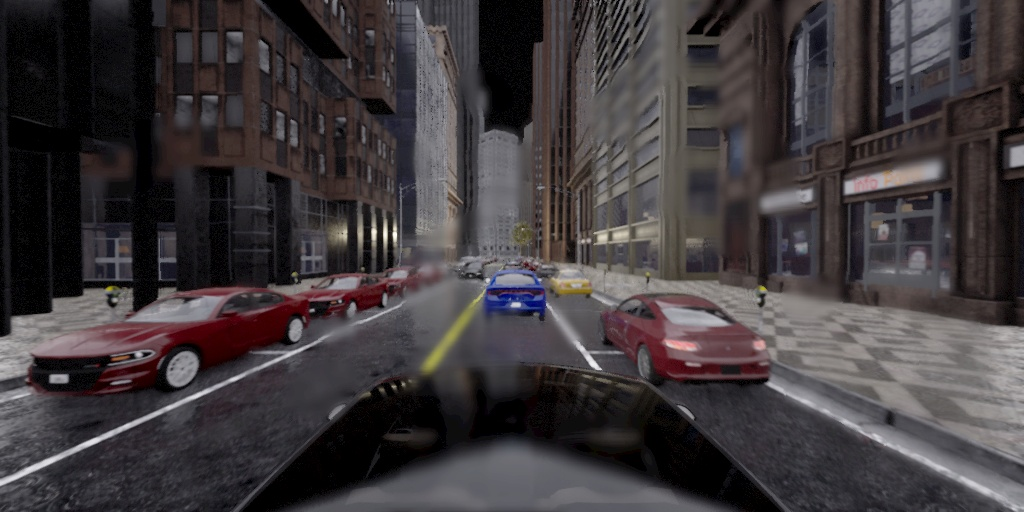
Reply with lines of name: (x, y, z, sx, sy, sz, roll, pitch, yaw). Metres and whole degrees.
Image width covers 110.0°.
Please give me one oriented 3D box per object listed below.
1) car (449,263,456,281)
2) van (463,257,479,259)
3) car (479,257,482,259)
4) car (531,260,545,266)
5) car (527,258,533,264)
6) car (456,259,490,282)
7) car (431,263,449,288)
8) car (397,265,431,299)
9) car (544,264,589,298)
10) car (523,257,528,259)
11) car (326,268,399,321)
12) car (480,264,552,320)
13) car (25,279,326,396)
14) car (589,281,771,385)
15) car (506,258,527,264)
car: (-5.667, 1.276, 29.237, 2.007, 1.370, 4.403, 0, 0, 0)
van: (-5.665, 1.041, 46.111, 1.690, 1.789, 3.998, 0, 0, 0)
car: (-5.665, 1.131, 51.737, 1.967, 1.591, 4.097, 0, 0, 0)
car: (2.859, 1.276, 29.242, 2.007, 1.370, 4.403, 0, 0, 0)
car: (2.860, 1.254, 40.491, 1.888, 1.381, 4.507, 0, 0, 0)
car: (-3.085, 1.230, 29.193, 1.837, 1.490, 4.892, 0, 0, 0)
car: (-5.667, 1.277, 23.612, 1.888, 1.381, 4.507, 0, 0, 0)
car: (-5.668, 1.283, 17.988, 1.888, 1.381, 4.507, 0, 0, 0)
car: (2.858, 1.263, 18.163, 1.751, 1.417, 4.829, 0, 0, 0)
car: (2.861, 1.225, 57.365, 1.888, 1.381, 4.507, 0, 0, 0)
car: (-5.668, 1.288, 12.363, 1.888, 1.381, 4.507, 0, 0, 0)
car: (0.079, 1.220, 12.582, 1.882, 1.535, 5.008, 0, 0, -1)
car: (-5.668, 1.292, 6.738, 1.888, 1.381, 4.507, 0, 0, 0)
car: (2.857, 1.329, 6.743, 1.802, 1.307, 4.207, 0, 0, 0)
car: (0.103, 1.208, 35.603, 2.128, 1.511, 4.902, 0, 0, 0)
